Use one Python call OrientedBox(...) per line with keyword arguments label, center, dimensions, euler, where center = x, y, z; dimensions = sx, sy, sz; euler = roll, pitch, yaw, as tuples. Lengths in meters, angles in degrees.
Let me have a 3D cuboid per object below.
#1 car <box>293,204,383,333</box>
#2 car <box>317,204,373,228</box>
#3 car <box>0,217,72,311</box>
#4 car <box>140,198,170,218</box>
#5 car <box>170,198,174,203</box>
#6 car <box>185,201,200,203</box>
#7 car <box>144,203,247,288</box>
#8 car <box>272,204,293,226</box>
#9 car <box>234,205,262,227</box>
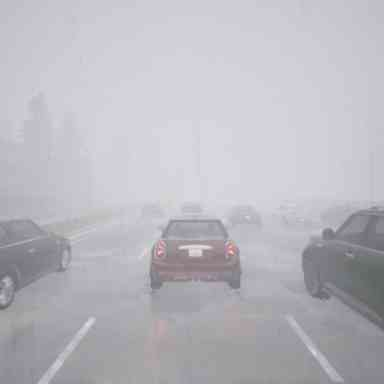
OrientedBox(label="car", center=(3.587, 1.222, 5.274), dimensions=(2.150, 2.045, 5.566), euler=(0, 0, 0))
OrientedBox(label="car", center=(10.530, 1.576, 23.268), dimensions=(1.994, 1.385, 4.181), euler=(0, 0, 0))
OrientedBox(label="car", center=(-4.573, 1.369, 7.967), dimensions=(2.097, 1.767, 4.553), euler=(0, 0, 0))
OrientedBox(label="car", center=(-3.547, 1.536, 30.520), dimensions=(2.128, 1.511, 4.902), euler=(0, 0, 0))
OrientedBox(label="car", center=(-3.600, 1.540, 45.992), dimensions=(1.882, 1.535, 5.008), euler=(0, 0, 0))
OrientedBox(label="car", center=(0.011, 1.540, 28.827), dimensions=(1.837, 1.490, 4.892), euler=(0, 0, 0))
OrientedBox(label="car", center=(0.073, 1.364, 9.442), dimensions=(2.097, 1.767, 4.553), euler=(0, 0, 0))
OrientedBox(label="car", center=(7.015, 1.544, 23.507), dimensions=(1.812, 1.442, 4.674), euler=(0, 0, 0))
OrientedBox(label="car", center=(3.531, 1.587, 23.157), dimensions=(1.994, 1.385, 4.181), euler=(0, 0, 0))
